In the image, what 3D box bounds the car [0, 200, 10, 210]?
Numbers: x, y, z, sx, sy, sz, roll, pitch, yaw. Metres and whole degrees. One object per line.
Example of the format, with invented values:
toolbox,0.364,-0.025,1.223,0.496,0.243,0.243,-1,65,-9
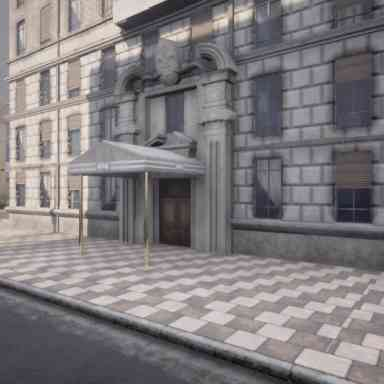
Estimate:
car,-24.060,1.601,40.470,1.895,1.301,4.718,0,0,35
